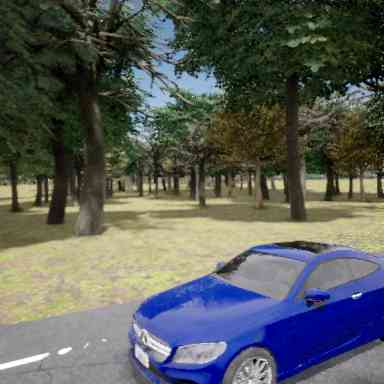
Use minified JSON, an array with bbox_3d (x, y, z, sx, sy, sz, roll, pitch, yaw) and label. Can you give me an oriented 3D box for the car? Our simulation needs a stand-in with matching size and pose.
[{"bbox_3d":[1.421,1.505,4.859,4.674,1.442,1.812,0,0,-32],"label":"car"}]
